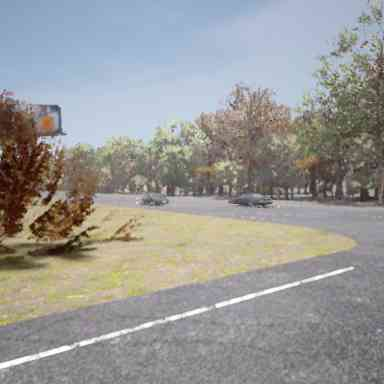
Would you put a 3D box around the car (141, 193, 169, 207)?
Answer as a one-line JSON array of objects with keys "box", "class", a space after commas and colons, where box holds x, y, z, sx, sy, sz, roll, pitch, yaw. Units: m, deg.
[{"box": [-4.476, 0.911, 39.574, 1.837, 1.490, 4.892, -1, 1, -34], "class": "car"}]

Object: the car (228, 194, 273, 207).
[{"box": [6.260, 0.877, 36.141, 2.033, 1.411, 5.357, -1, 1, -34], "class": "car"}]
